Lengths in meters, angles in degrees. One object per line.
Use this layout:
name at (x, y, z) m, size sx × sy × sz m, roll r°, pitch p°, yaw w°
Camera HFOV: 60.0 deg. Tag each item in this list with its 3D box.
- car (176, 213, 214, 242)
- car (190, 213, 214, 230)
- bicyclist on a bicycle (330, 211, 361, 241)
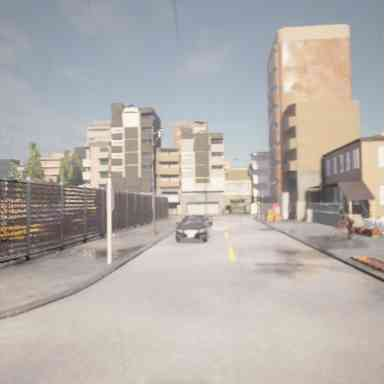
car at (0.140, 2.212, 20.727) m, size 2.128 × 1.511 × 4.902 m, roll -1°, pitch -2°, yaw 5°
car at (1.019, 2.655, 30.841) m, size 1.895 × 1.301 × 4.718 m, roll -1°, pitch -2°, yaw 5°
bicyclist on a bicycle at (8.340, 1.855, 18.109) m, size 1.656 × 1.620 × 0.582 m, roll -1°, pitch -2°, yaw 5°
